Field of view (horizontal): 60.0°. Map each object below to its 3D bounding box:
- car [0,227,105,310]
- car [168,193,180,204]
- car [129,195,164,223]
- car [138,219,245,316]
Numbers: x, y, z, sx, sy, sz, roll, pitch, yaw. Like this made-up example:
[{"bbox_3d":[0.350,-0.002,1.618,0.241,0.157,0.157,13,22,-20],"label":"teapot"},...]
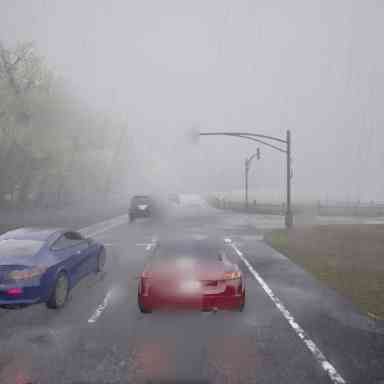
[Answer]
[{"bbox_3d":[-3.409,1.528,7.690,1.812,1.442,4.674,0,0,0],"label":"car"},{"bbox_3d":[-3.487,1.227,65.174,2.150,2.045,5.566,0,0,0],"label":"car"},{"bbox_3d":[-3.433,1.227,25.717,2.150,2.045,5.566,0,0,0],"label":"car"},{"bbox_3d":[-0.007,1.566,7.640,1.994,1.385,4.181,0,0,0],"label":"car"}]
